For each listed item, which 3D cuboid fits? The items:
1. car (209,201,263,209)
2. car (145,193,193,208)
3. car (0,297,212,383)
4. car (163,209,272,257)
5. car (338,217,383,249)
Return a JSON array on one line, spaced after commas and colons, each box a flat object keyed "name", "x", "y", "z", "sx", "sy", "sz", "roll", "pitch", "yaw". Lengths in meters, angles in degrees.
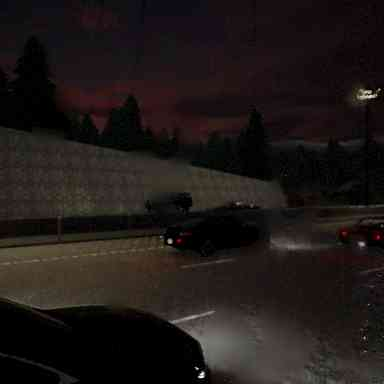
[{"name": "car", "x": 3.690, "y": 1.477, "z": 28.003, "sx": 5.357, "sy": 1.411, "sz": 2.033, "roll": 0, "pitch": 0, "yaw": -36}, {"name": "car", "x": -2.432, "y": 1.074, "z": 36.534, "sx": 5.566, "sy": 2.045, "sz": 2.150, "roll": 0, "pitch": 0, "yaw": -36}, {"name": "car", "x": -2.063, "y": 1.501, "z": 2.275, "sx": 4.892, "sy": 1.490, "sz": 1.837, "roll": 1, "pitch": 0, "yaw": -36}, {"name": "car", "x": 1.093, "y": 1.583, "z": 13.127, "sx": 4.674, "sy": 1.442, "sz": 1.812, "roll": 0, "pitch": 0, "yaw": -36}, {"name": "car", "x": 8.267, "y": 1.702, "z": 13.948, "sx": 4.718, "sy": 1.301, "sz": 1.895, "roll": 0, "pitch": 0, "yaw": -35}]
